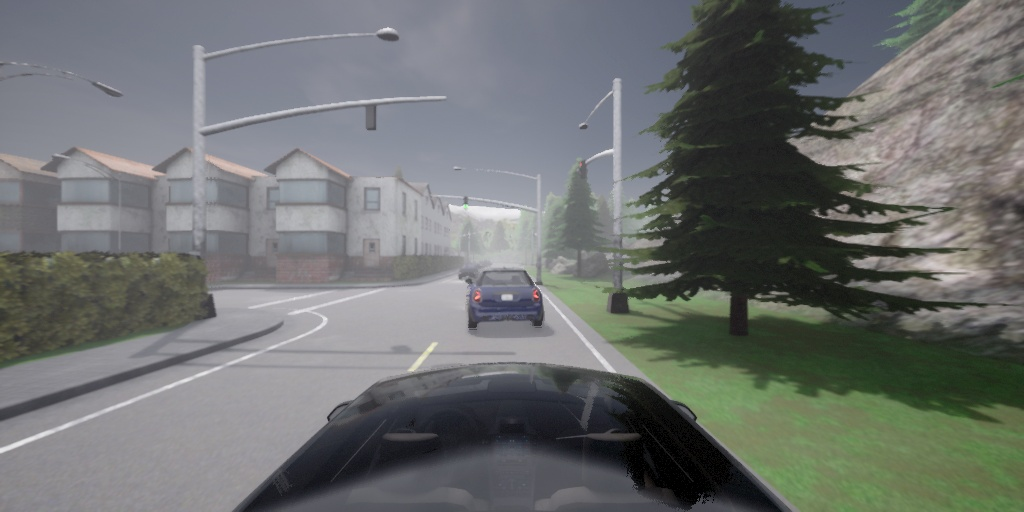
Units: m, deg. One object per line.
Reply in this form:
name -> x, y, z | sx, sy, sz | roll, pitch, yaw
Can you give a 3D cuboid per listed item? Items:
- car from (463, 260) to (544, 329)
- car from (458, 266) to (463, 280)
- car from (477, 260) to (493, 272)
car -> -0.420, 1.119, 11.590 | 2.097, 1.767, 4.553 | 0, 0, -8
car -> -3.692, 1.354, 32.641 | 2.033, 1.411, 5.357 | 0, 0, 0
car -> -3.719, 1.344, 49.935 | 1.837, 1.490, 4.892 | 0, 0, 0
